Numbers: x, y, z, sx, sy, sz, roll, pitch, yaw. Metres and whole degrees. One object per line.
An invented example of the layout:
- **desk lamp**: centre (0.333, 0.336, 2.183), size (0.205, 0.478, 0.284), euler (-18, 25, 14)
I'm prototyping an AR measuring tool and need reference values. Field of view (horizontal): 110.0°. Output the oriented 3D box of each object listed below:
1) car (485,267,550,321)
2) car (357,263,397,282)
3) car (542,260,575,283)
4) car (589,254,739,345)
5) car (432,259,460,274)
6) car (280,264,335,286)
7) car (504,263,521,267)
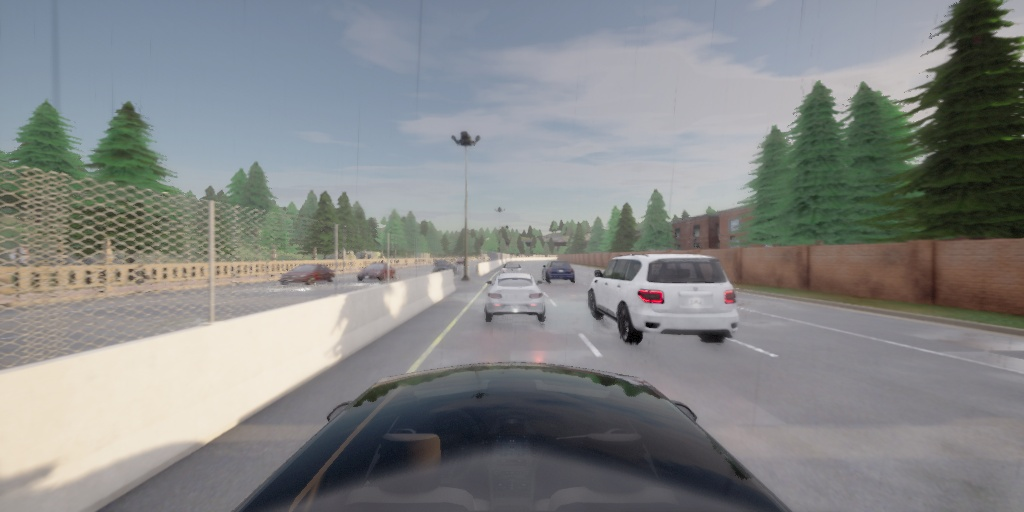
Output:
- **car**: centre (0.097, 1.276, 12.345), size (1.812, 1.442, 4.674), euler (0, 0, 0)
- **car**: centre (-10.657, 1.275, 28.663), size (1.812, 1.442, 4.674), euler (0, 0, 0)
- **car**: centre (3.526, 1.103, 28.021), size (2.097, 1.767, 4.553), euler (0, 0, 0)
- **car**: centre (3.612, 0.973, 9.683), size (2.150, 2.045, 5.566), euler (0, 0, 0)
- **car**: centre (-7.139, 1.315, 38.126), size (1.994, 1.385, 4.181), euler (0, 0, 1)
- **car**: centre (-14.135, 1.274, 25.152), size (1.812, 1.442, 4.674), euler (0, 0, 0)
- **car**: centre (0.014, 1.352, 33.866), size (1.895, 1.301, 4.718), euler (0, 0, 0)
